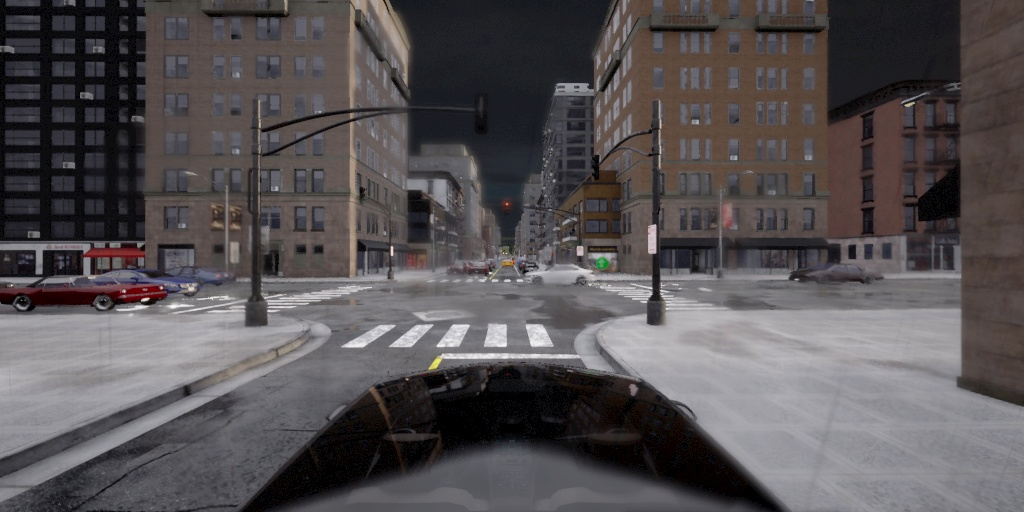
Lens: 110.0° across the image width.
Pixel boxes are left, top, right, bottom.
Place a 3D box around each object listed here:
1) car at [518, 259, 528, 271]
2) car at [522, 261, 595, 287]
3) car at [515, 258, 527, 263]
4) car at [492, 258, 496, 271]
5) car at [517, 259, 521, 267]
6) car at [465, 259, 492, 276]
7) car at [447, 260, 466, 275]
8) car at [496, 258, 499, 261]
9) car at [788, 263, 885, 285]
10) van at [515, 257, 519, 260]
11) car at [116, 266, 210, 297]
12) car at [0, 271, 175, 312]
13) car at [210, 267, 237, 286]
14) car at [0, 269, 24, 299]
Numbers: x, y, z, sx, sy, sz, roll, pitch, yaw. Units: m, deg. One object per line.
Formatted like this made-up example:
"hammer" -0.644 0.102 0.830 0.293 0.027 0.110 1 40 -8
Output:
"car" 2.028 1.358 39.720 1.948 1.339 4.313 0 0 0
"car" 3.222 1.283 24.209 4.674 1.442 1.812 0 0 -1
"car" 1.914 1.389 56.252 1.948 1.339 4.313 0 0 0
"car" -3.510 1.311 47.451 1.837 1.490 4.892 0 0 0
"car" 1.952 1.394 50.742 1.802 1.307 4.207 0 0 0
"car" -3.447 1.267 37.858 1.882 1.535 5.008 0 0 0
"car" -5.996 1.232 39.665 1.967 1.591 4.097 0 0 0
"car" -3.570 1.428 57.591 1.895 1.301 4.718 0 0 0
"car" 22.066 1.212 24.438 5.357 1.411 2.033 0 0 -1
"van" 1.875 1.177 61.762 1.690 1.789 3.998 0 0 0
"car" -17.735 1.338 17.248 4.674 1.442 1.812 0 0 1
"car" -16.564 1.402 14.019 4.718 1.301 1.895 0 0 -1
"car" -21.558 1.388 23.911 5.357 1.411 2.033 0 0 -1
"car" -27.460 1.397 17.135 5.357 1.411 2.033 0 0 -1
